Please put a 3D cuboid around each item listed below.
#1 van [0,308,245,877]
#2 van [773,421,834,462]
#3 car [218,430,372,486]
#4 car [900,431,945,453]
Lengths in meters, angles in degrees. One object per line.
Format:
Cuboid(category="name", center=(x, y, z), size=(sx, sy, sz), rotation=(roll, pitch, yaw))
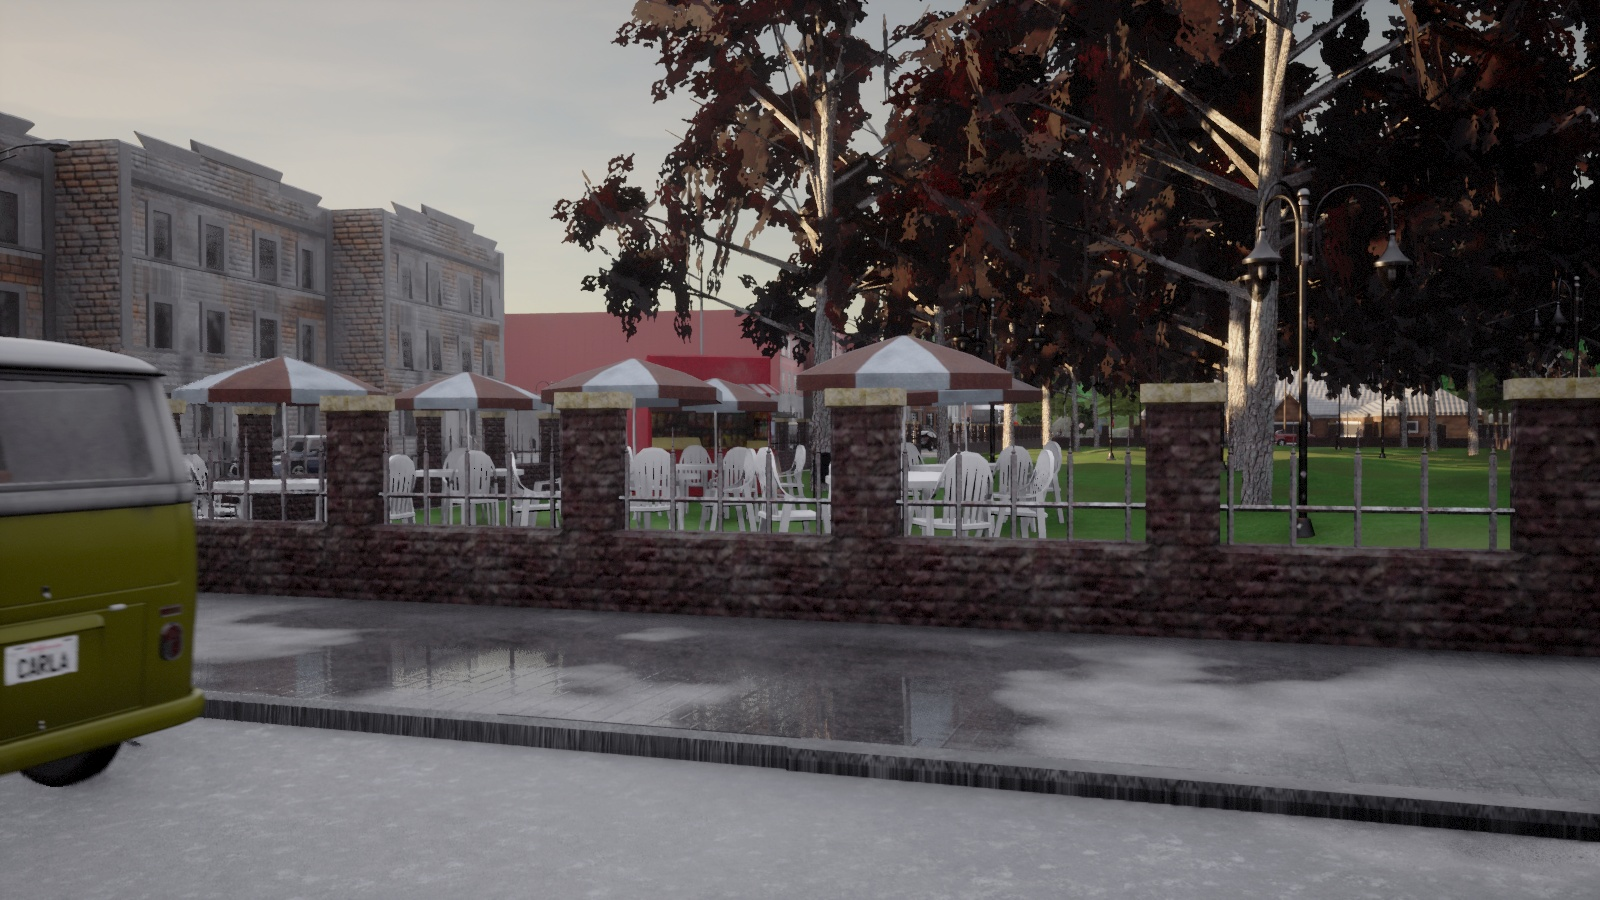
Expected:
Cuboid(category="van", center=(-4.807, 0.476, 5.336), size=(4.442, 1.987, 1.775), rotation=(1, 1, 19))
Cuboid(category="van", center=(0.218, -0.453, 64.537), size=(1.775, 1.987, 4.442), rotation=(1, 1, 19))
Cuboid(category="car", center=(-13.953, 0.180, 34.933), size=(1.970, 1.475, 3.806), rotation=(1, 1, 18))
Cuboid(category="car", center=(8.858, -0.584, 90.158), size=(2.163, 1.488, 4.792), rotation=(1, 1, 19))
